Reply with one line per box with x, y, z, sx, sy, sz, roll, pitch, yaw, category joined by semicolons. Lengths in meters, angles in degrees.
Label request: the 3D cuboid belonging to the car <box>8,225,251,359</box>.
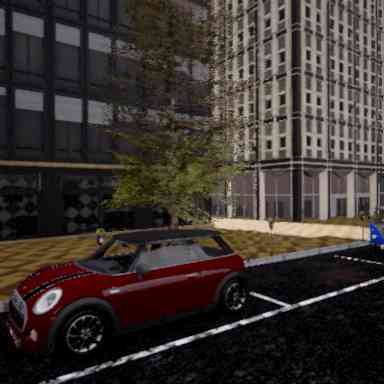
-0.945;1.439;5.898;4.097;1.590;1.967;0;-1;-36;car

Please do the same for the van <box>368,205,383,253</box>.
8.239;1.336;12.453;3.998;1.788;1.690;0;-1;-35;van
